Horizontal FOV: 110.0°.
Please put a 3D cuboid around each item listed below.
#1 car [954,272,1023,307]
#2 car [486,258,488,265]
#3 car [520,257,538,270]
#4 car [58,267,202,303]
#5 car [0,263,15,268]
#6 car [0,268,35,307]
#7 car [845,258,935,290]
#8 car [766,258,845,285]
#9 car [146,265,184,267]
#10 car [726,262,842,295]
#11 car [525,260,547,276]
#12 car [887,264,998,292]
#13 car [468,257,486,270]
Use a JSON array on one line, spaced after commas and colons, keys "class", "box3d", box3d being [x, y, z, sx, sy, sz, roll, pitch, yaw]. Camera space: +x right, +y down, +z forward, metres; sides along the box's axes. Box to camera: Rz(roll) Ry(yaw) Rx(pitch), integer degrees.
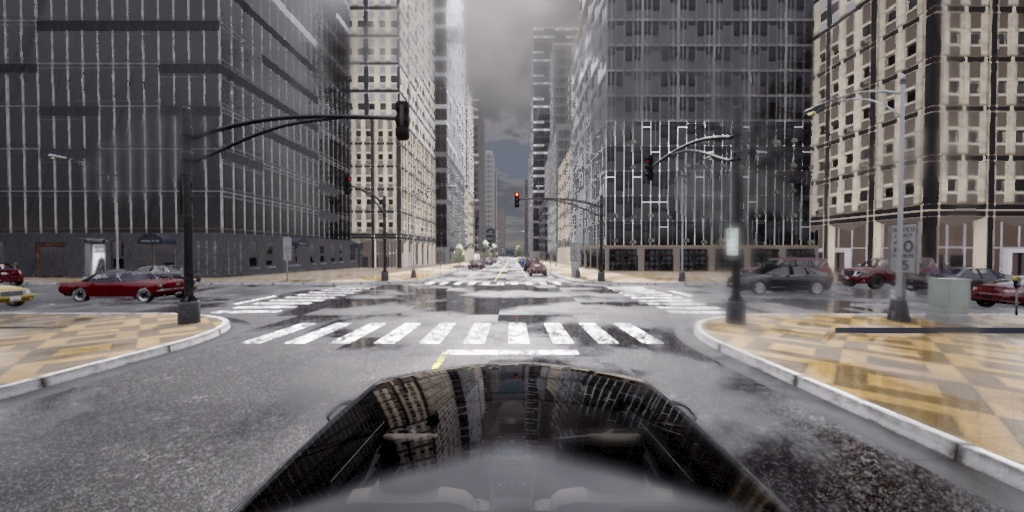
[{"class": "car", "box3d": [20.189, 1.412, 13.679, 4.207, 1.307, 1.802, 0, 0, 0]}, {"class": "car", "box3d": [-5.277, 1.283, 58.034, 1.802, 1.307, 4.207, 0, 0, 0]}, {"class": "car", "box3d": [2.584, 1.027, 47.005, 2.192, 1.841, 5.009, 0, 0, 0]}, {"class": "car", "box3d": [-17.177, 1.338, 16.203, 4.718, 1.301, 1.895, 0, 1, 3]}, {"class": "car", "box3d": [-26.389, 1.201, 16.189, 5.008, 1.535, 1.882, 0, 1, 0]}, {"class": "car", "box3d": [-21.253, 1.296, 13.613, 4.829, 1.417, 1.751, 0, 0, 0]}, {"class": "car", "box3d": [22.906, 1.024, 21.822, 5.009, 1.841, 2.192, 0, 0, 0]}, {"class": "car", "box3d": [16.575, 1.015, 21.812, 5.009, 1.841, 2.192, 0, 0, 0]}, {"class": "car", "box3d": [-21.436, 1.196, 21.751, 4.403, 1.370, 2.007, 0, 0, 0]}, {"class": "car", "box3d": [14.185, 1.242, 19.189, 4.892, 1.490, 1.837, 0, 1, 1]}, {"class": "car", "box3d": [2.555, 1.305, 35.955, 1.802, 1.307, 4.207, 0, 0, 0]}, {"class": "car", "box3d": [24.008, 1.298, 19.220, 5.357, 1.411, 2.033, 0, 1, 0]}, {"class": "car", "box3d": [-5.281, 1.147, 52.510, 1.967, 1.591, 4.097, 0, 0, 0]}]
